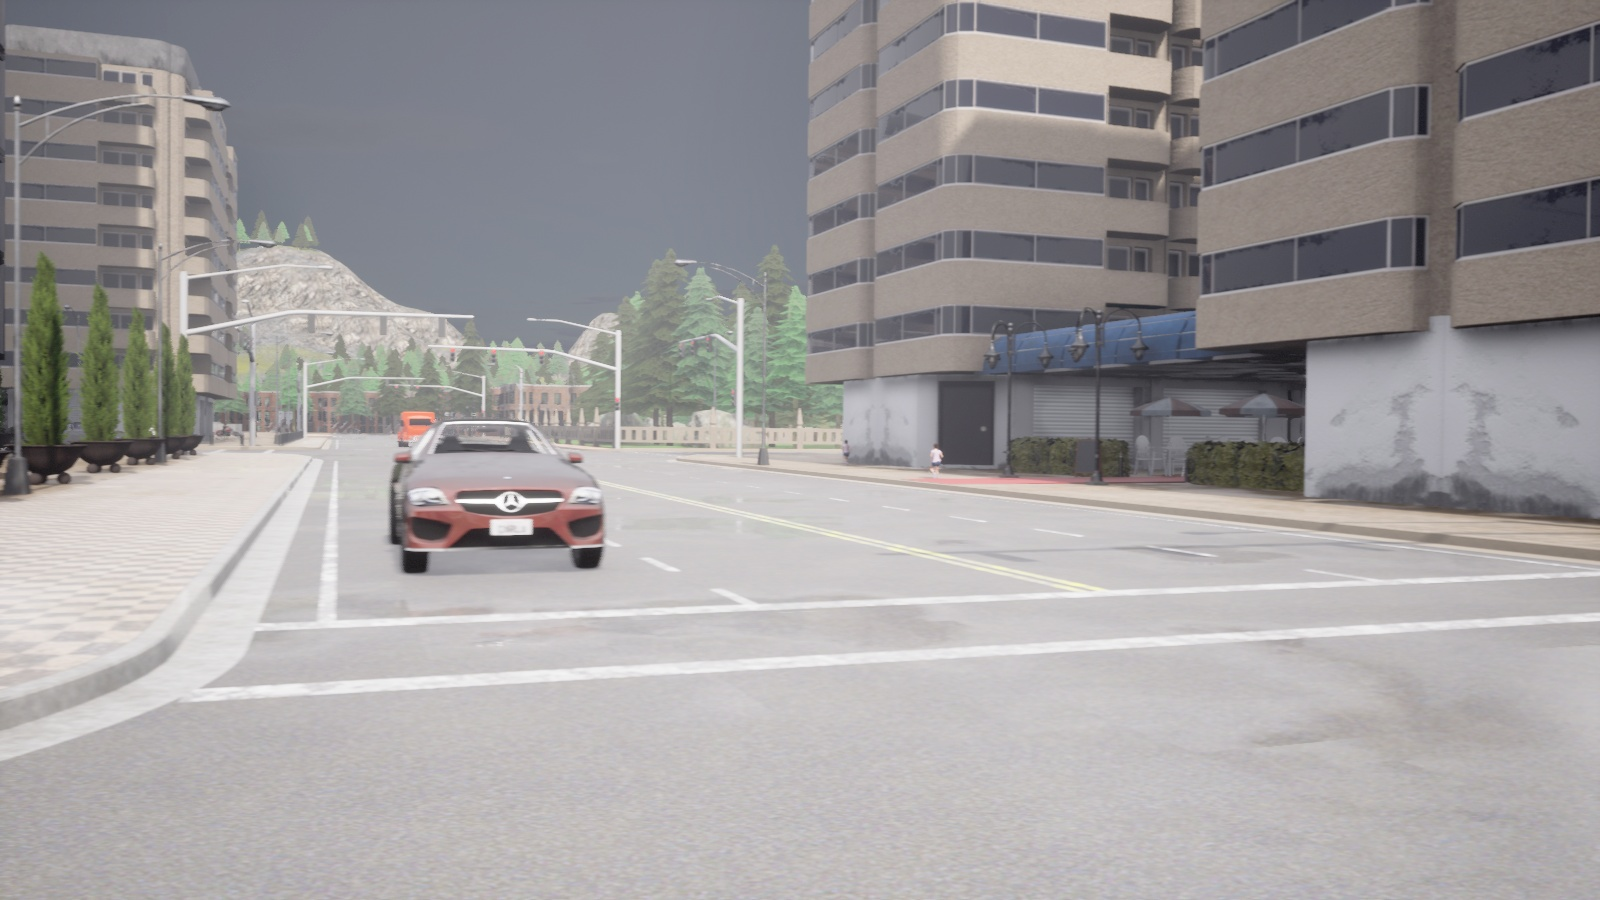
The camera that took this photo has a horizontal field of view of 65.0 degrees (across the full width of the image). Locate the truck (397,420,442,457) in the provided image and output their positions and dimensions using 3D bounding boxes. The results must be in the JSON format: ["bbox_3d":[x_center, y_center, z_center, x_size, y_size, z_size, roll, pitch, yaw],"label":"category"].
[{"bbox_3d":[-26.292,-0.813,86.589,2.627,2.467,5.204,-1,1,-20],"label":"truck"}]

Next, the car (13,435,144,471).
[{"bbox_3d":[-33.126,0.116,57.809,4.902,1.511,2.128,-1,1,-20],"label":"car"}]

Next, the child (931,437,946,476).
[{"bbox_3d":[4.015,0.192,36.425,0.255,1.110,0.394,-1,1,-20],"label":"child"}]

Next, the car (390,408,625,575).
[{"bbox_3d":[-3.726,0.370,15.205,2.152,1.651,5.027,-1,1,-20],"label":"car"}]
